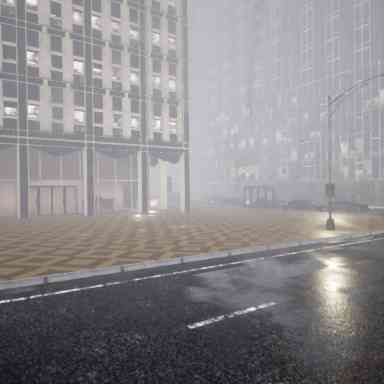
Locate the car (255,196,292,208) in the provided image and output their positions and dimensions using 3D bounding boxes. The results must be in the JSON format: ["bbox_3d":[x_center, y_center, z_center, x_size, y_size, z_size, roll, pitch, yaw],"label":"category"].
[{"bbox_3d":[10.687,1.275,43.763,1.812,1.442,4.674,-1,1,-34],"label":"car"}]

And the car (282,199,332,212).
[{"bbox_3d":[12.480,1.423,36.310,1.947,1.339,4.313,0,1,-34],"label":"car"}]

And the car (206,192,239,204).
[{"bbox_3d":[4.861,1.159,52.356,1.837,1.490,4.892,-1,1,-34],"label":"car"}]

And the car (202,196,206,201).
[{"bbox_3d":[3.535,1.043,64.591,1.802,1.307,4.206,0,1,-34],"label":"car"}]

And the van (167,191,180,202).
[{"bbox_3d":[-3.395,0.937,59.877,1.690,1.788,3.998,0,1,-34],"label":"van"}]

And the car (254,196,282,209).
[{"bbox_3d":[9.298,1.388,41.021,1.802,1.307,4.206,0,1,-34],"label":"car"}]

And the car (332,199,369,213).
[{"bbox_3d":[16.426,1.405,35.328,1.994,1.385,4.181,-1,1,-34],"label":"car"}]

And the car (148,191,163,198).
[{"bbox_3d":[-9.252,0.686,83.388,1.967,1.590,4.097,0,1,-34],"label":"car"}]

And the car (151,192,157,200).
[{"bbox_3d":[-9.788,1.040,69.279,2.008,1.369,4.403,0,1,-34],"label":"car"}]

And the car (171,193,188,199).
[{"bbox_3d":[-2.858,0.936,73.991,1.802,1.307,4.206,0,1,-34],"label":"car"}]

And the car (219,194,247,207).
[{"bbox_3d":[6.150,1.319,45.753,1.947,1.339,4.313,0,1,-34],"label":"car"}]

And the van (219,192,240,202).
[{"bbox_3d":[6.730,0.855,59.889,1.690,1.788,3.998,0,1,-34],"label":"van"}]
